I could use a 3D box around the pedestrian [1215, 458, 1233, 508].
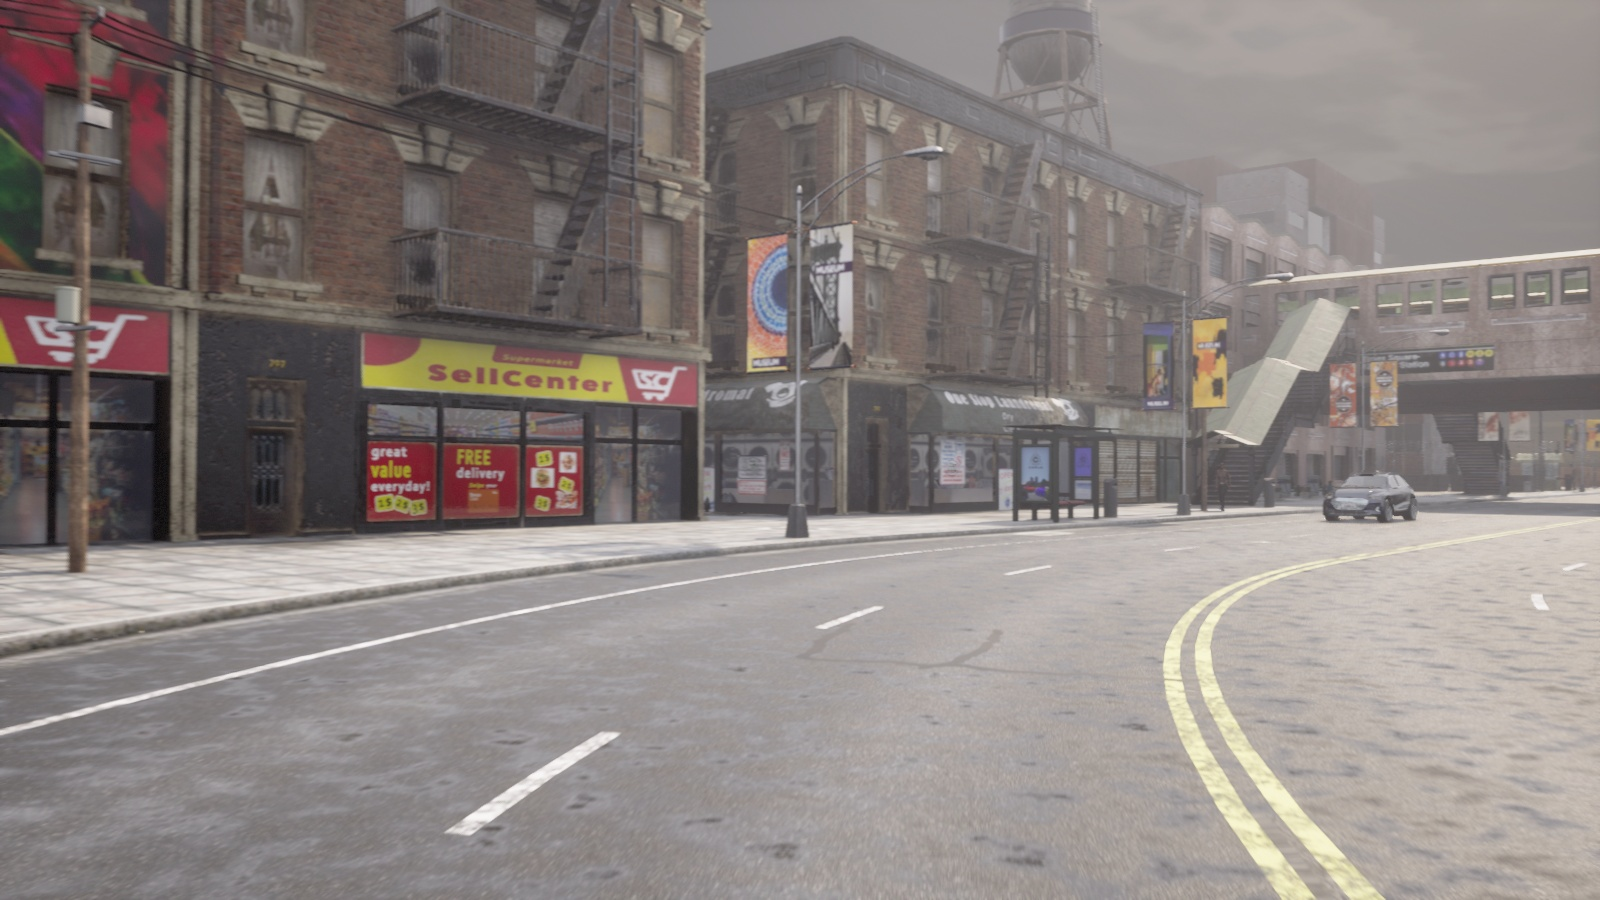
[{"bbox_3d":[15.546,1.196,46.046,0.328,1.805,0.869,-1,-1,38],"label":"pedestrian"}]

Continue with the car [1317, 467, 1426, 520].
[{"bbox_3d":[19.043,1.387,41.730,2.033,1.649,4.856,-1,-1,40],"label":"car"}]
